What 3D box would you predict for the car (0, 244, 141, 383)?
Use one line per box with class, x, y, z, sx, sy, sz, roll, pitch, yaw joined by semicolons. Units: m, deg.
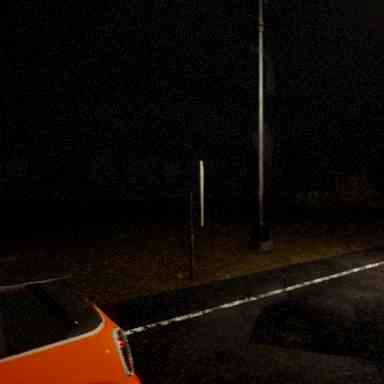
car;-2.669;1.356;2.113;4.553;1.767;2.097;0;0;-36
